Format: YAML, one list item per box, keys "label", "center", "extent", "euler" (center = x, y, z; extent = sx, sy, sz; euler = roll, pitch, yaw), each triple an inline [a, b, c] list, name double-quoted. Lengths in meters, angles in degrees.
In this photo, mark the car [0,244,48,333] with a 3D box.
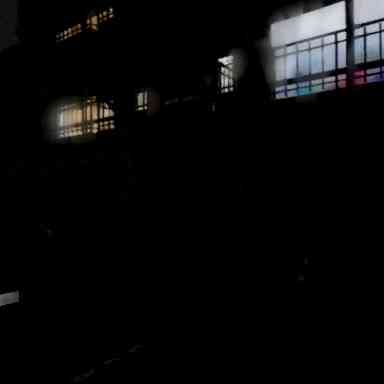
- label: "car"
  center: [-4.335, 1.569, 5.977]
  extent: [4.313, 1.339, 1.947]
  euler: [0, 0, 36]
